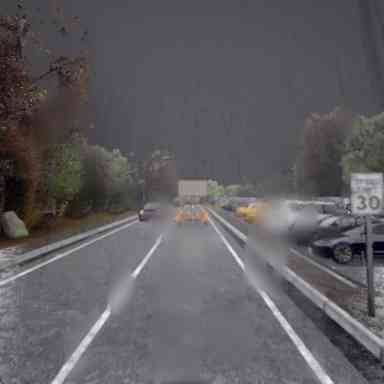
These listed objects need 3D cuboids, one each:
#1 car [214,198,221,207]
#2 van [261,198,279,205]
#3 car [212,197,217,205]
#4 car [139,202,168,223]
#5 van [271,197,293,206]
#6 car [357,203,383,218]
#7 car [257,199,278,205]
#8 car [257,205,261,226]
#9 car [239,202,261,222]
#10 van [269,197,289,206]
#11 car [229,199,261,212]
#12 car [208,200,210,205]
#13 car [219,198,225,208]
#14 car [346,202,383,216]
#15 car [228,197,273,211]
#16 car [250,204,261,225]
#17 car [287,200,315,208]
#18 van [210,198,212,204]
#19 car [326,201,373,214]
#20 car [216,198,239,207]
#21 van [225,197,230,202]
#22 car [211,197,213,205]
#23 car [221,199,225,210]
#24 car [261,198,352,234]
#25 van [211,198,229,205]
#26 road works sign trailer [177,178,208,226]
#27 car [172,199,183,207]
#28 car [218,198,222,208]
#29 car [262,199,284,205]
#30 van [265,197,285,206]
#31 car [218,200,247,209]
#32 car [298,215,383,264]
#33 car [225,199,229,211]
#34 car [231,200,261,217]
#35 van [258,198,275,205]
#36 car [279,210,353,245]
[{"bbox_3d":[6.997,2.168,56.748,5.366,1.575,1.946,0,-1,0],"label":"car"},{"bbox_3d":[20.404,2.452,86.993,4.442,1.987,1.878,0,-2,0],"label":"van"},{"bbox_3d":[7.068,2.290,65.075,5.366,1.575,1.946,0,-1,0],"label":"car"},{"bbox_3d":[-3.315,1.669,28.927,2.097,1.767,4.553,0,-1,0],"label":"car"},{"bbox_3d":[20.544,2.220,76.054,4.442,1.987,1.878,0,-1,0],"label":"van"},{"bbox_3d":[20.101,1.887,34.512,4.792,1.488,2.163,0,0,1],"label":"car"},{"bbox_3d":[20.360,2.760,89.753,5.366,1.575,1.946,0,-2,0],"label":"car"},{"bbox_3d":[7.059,1.772,20.668,5.366,1.575,1.946,0,0,0],"label":"car"},{"bbox_3d":[6.736,1.805,26.223,5.366,1.575,1.946,0,0,0],"label":"car"},{"bbox_3d":[20.566,2.259,78.699,4.442,1.987,1.878,0,-1,1],"label":"van"},{"bbox_3d":[7.010,1.895,37.315,4.892,1.521,2.231,0,0,0],"label":"car"},{"bbox_3d":[7.424,2.286,81.732,5.566,2.045,2.435,0,-1,0],"label":"car"},{"bbox_3d":[7.105,2.119,51.194,4.792,1.488,2.163,0,-1,0],"label":"car"},{"bbox_3d":[20.124,1.914,37.151,4.792,1.488,2.163,0,-1,1],"label":"car"},{"bbox_3d":[7.071,1.803,40.095,4.553,1.767,2.185,0,-1,0],"label":"car"},{"bbox_3d":[6.904,1.793,23.446,4.892,1.521,2.231,0,0,0],"label":"car"},{"bbox_3d":[20.312,2.283,62.202,4.674,1.452,2.002,0,-1,0],"label":"car"},{"bbox_3d":[7.255,2.271,78.957,4.442,1.987,1.878,0,-1,0],"label":"van"},{"bbox_3d":[20.147,1.957,42.689,5.008,1.535,2.097,0,-1,1],"label":"car"},{"bbox_3d":[7.246,2.208,67.851,4.553,1.767,2.185,0,-1,0],"label":"car"},{"bbox_3d":[7.204,1.782,45.645,4.442,1.987,1.878,0,-1,0],"label":"van"},{"bbox_3d":[7.319,2.415,73.401,5.008,1.535,2.097,0,-1,0],"label":"car"},{"bbox_3d":[7.082,2.078,48.419,4.792,1.488,2.163,0,-1,0],"label":"car"},{"bbox_3d":[6.878,1.507,17.895,5.566,2.045,2.435,0,0,0],"label":"car"},{"bbox_3d":[7.326,2.467,87.266,4.442,1.987,1.878,0,-2,0],"label":"van"},{"bbox_3d":[0.071,0.744,25.775,2.380,3.560,2.880,0,-1,3],"label":"road works sign trailer"},{"bbox_3d":[-2.993,2.236,70.612,2.097,1.767,4.553,0,-1,0],"label":"car"},{"bbox_3d":[7.129,2.160,53.970,4.792,1.488,2.163,0,-1,0],"label":"car"},{"bbox_3d":[20.502,2.593,84.216,5.008,1.535,2.097,0,-2,1],"label":"car"},{"bbox_3d":[20.358,2.302,81.603,4.442,1.987,1.878,0,-1,0],"label":"van"},{"bbox_3d":[7.212,2.212,59.522,4.892,1.521,2.231,0,-1,0],"label":"car"},{"bbox_3d":[6.773,1.755,12.342,4.792,1.488,2.163,0,0,0],"label":"car"},{"bbox_3d":[7.093,1.997,42.866,4.792,1.488,2.163,0,-1,0],"label":"car"},{"bbox_3d":[6.784,1.842,31.896,5.366,1.575,1.946,0,0,0],"label":"car"},{"bbox_3d":[20.685,2.622,92.528,4.442,1.987,1.878,0,-2,0],"label":"van"},{"bbox_3d":[6.832,1.742,15.118,5.008,1.535,2.097,0,0,0],"label":"car"}]
